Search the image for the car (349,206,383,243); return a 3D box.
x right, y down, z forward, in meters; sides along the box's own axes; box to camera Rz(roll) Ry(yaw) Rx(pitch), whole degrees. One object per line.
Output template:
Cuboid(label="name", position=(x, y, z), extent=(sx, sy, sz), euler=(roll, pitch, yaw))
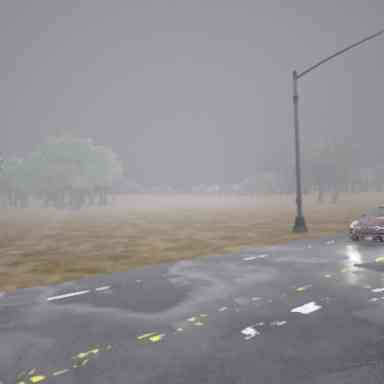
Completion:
Cuboid(label="car", position=(9.504, 1.440, 16.013), extent=(4.553, 1.767, 2.097), euler=(-1, -1, -38))
